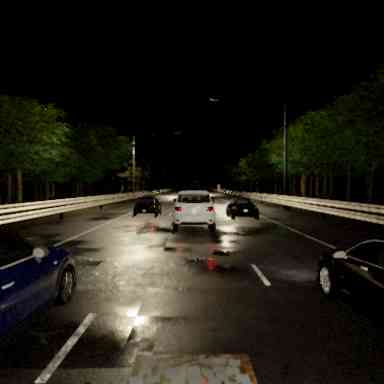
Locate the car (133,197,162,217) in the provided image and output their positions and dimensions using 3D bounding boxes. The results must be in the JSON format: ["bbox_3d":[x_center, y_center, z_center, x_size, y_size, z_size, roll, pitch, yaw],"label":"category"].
[{"bbox_3d":[-3.392,1.114,25.789,1.812,1.442,4.674,0,1,0],"label":"car"}]

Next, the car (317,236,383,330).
[{"bbox_3d":[3.602,1.426,5.247,1.837,1.490,4.892,0,1,0],"label":"car"}]

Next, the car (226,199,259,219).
[{"bbox_3d":[3.606,1.176,24.274,1.994,1.385,4.181,0,1,0],"label":"car"}]

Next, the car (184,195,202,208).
[{"bbox_3d":[0.112,1.003,36.966,1.895,1.301,4.718,0,1,0],"label":"car"}]

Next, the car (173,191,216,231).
[{"bbox_3d":[0.104,0.928,18.569,2.150,2.045,5.566,0,1,0],"label":"car"}]

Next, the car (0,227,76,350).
[{"bbox_3d":[-3.398,1.278,4.909,2.097,1.767,4.553,0,1,0],"label":"car"}]
